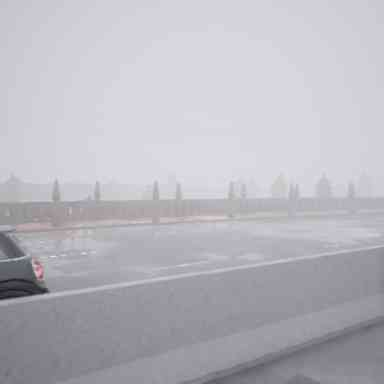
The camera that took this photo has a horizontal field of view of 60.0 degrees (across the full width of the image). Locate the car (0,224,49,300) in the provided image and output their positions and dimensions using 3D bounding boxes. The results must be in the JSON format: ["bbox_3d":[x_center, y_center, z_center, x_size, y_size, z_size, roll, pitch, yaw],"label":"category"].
[{"bbox_3d":[-4.602,1.329,4.826,4.553,1.767,2.097,0,0,-35],"label":"car"}]
